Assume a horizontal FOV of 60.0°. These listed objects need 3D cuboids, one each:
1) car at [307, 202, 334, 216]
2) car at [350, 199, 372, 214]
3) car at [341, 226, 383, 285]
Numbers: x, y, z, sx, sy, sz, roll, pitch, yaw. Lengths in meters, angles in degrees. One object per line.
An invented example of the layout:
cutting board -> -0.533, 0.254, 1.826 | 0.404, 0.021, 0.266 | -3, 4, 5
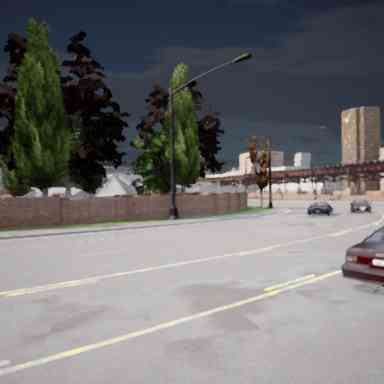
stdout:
car -> 12.694, 1.627, 32.726 | 1.994, 1.385, 4.181 | -1, -1, 29
car -> 18.357, 1.531, 36.208 | 2.128, 1.511, 4.902 | -1, -1, 23
car -> 5.833, 1.528, 8.644 | 5.357, 1.411, 2.033 | 0, 0, -41
